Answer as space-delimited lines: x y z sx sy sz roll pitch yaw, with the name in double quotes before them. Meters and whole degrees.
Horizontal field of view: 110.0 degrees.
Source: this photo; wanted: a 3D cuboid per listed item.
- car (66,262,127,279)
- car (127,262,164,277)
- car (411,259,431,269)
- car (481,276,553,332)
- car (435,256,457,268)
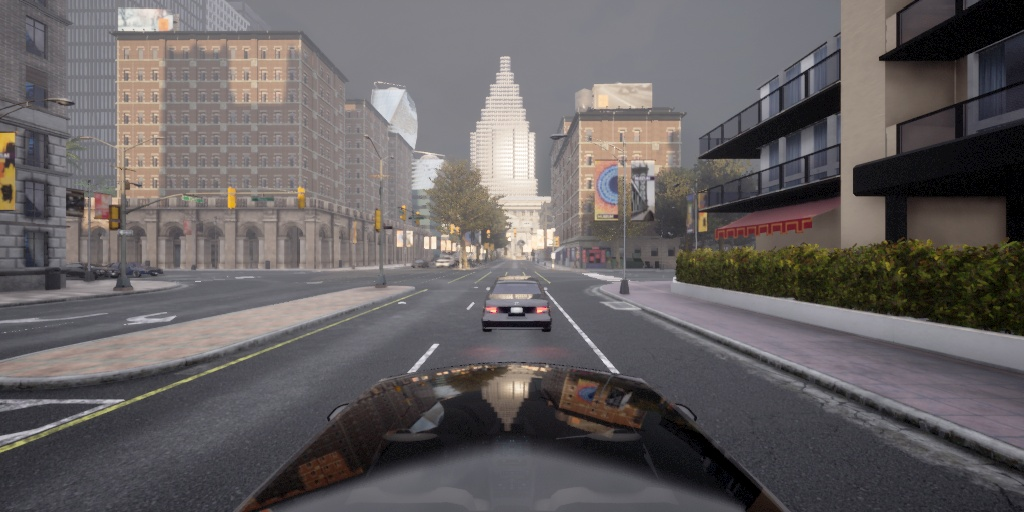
"car" -36.943 1.276 31.137 4.674 1.442 1.812 0 0 0
"car" -37.008 1.297 34.629 5.357 1.411 2.033 0 0 0
"car" -14.594 1.297 57.326 2.033 1.411 5.357 0 0 1
"car" 0.144 1.297 10.812 2.033 1.411 5.357 0 0 1
"car" -11.070 0.971 59.517 2.150 2.045 5.566 0 0 1
